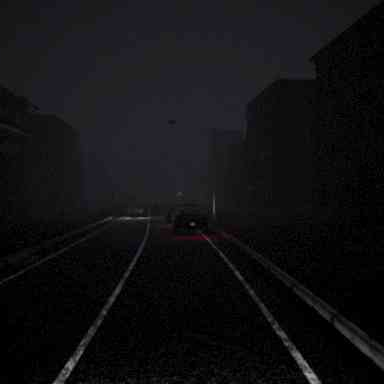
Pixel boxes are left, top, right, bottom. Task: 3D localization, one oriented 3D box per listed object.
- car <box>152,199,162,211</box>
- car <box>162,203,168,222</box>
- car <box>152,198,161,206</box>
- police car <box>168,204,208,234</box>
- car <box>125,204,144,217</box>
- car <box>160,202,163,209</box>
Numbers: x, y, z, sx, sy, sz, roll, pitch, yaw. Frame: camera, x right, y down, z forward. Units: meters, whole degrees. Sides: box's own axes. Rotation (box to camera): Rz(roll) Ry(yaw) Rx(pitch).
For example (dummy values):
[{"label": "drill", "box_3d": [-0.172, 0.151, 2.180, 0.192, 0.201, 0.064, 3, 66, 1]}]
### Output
[{"label": "car", "box_3d": [-5.558, 2.280, 55.074, 2.128, 1.511, 4.902, 0, 0, -7]}, {"label": "car", "box_3d": [-1.435, 1.863, 29.906, 1.812, 1.442, 4.674, 0, -2, -7]}, {"label": "car", "box_3d": [-7.466, 2.088, 69.982, 1.895, 1.301, 4.718, 0, 2, -7]}, {"label": "police car", "box_3d": [-0.241, 1.518, 20.013, 1.930, 1.638, 5.238, 0, -1, -6]}, {"label": "car", "box_3d": [-6.611, 2.168, 38.936, 1.812, 1.442, 4.674, 0, -1, -7]}, {"label": "car", "box_3d": [-2.196, 2.053, 35.866, 1.812, 1.442, 4.674, 0, -2, -7]}]
